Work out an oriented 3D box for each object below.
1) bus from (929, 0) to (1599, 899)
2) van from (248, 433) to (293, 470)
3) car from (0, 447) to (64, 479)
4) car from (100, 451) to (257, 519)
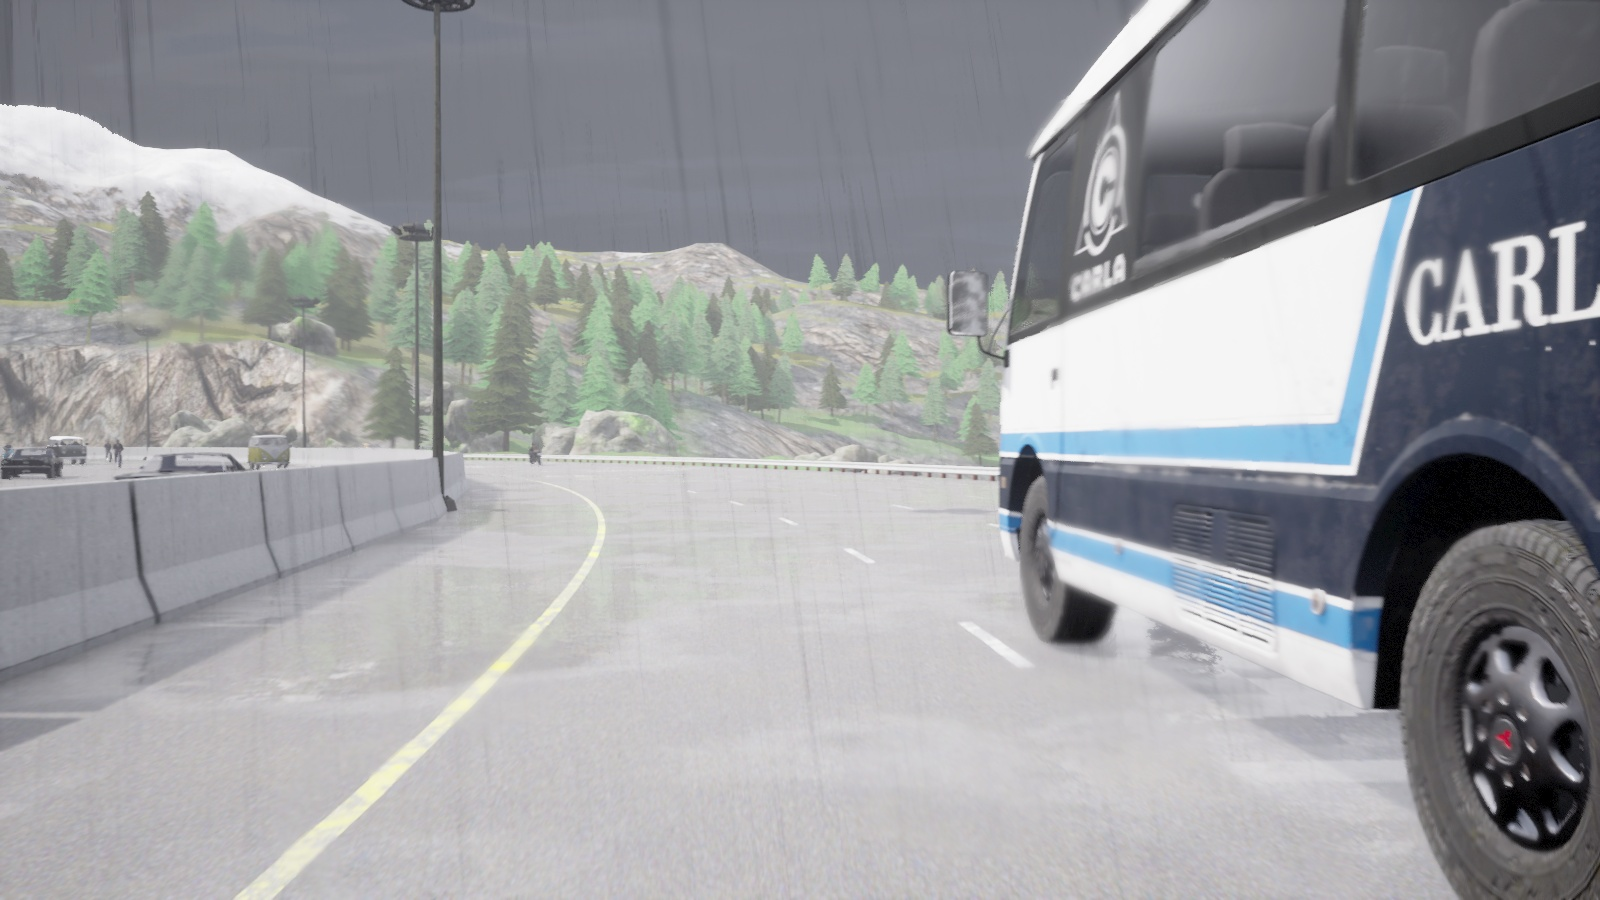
[{"bbox_3d":[3.394,-0.665,6.451,3.944,4.253,10.273,1,0,-2],"label":"bus"},{"bbox_3d":[-29.609,0.092,70.162,1.775,1.987,4.442,0,0,-30],"label":"van"},{"bbox_3d":[-32.985,0.529,53.964,1.895,1.301,4.718,0,0,-25],"label":"car"},{"bbox_3d":[-13.249,0.689,27.087,1.895,1.301,4.718,0,0,-11],"label":"car"}]
